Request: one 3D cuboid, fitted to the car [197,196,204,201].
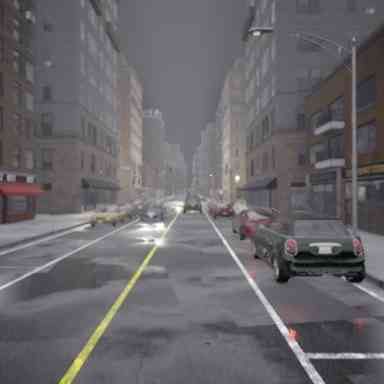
[{"bbox_3d":[2.444,1.844,95.398,1.752,1.417,4.829,0,0,-1],"label":"car"}]

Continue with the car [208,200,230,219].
[{"bbox_3d":[2.680,1.614,29.305,1.887,1.381,4.507,0,0,0],"label":"car"}]

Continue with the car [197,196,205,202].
[{"bbox_3d":[2.498,1.856,89.720,1.947,1.339,4.313,0,0,-1],"label":"car"}]

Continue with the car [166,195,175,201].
[{"bbox_3d":[-5.976,1.814,84.137,2.008,1.369,4.403,0,0,-1],"label":"car"}]

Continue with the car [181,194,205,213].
[{"bbox_3d":[0.087,1.446,37.737,2.097,1.767,4.553,0,0,0],"label":"car"}]

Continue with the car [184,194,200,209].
[{"bbox_3d":[0.020,1.352,48.919,2.150,2.045,5.566,0,0,0],"label":"car"}]

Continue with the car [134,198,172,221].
[{"bbox_3d":[-3.094,1.556,27.572,2.128,1.511,4.902,0,0,0],"label":"car"}]

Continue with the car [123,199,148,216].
[{"bbox_3d":[-5.846,1.526,34.790,1.967,1.590,4.097,0,0,0],"label":"car"}]

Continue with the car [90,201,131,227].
[{"bbox_3d":[-5.848,1.580,23.634,1.752,1.417,4.829,0,0,0],"label":"car"}]

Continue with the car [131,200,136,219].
[{"bbox_3d":[-5.847,1.620,29.297,2.008,1.369,4.403,0,0,0],"label":"car"}]

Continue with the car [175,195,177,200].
[{"bbox_3d":[-6.079,1.862,95.153,1.887,1.381,4.507,0,0,-1],"label":"car"}]

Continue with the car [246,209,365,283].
[{"bbox_3d":[3.114,1.373,9.895,2.097,1.767,4.553,0,0,0],"label":"car"}]

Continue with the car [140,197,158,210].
[{"bbox_3d":[-5.845,1.560,45.776,1.967,1.590,4.097,0,0,0],"label":"car"}]

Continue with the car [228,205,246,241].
[{"bbox_3d":[3.151,1.563,16.925,1.812,1.442,4.674,0,0,0],"label":"car"}]

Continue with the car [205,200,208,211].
[{"bbox_3d":[2.680,1.630,34.796,1.887,1.381,4.507,0,0,0],"label":"car"}]

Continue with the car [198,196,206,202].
[{"bbox_3d":[2.549,1.808,84.214,1.887,1.381,4.507,0,0,-1],"label":"car"}]
